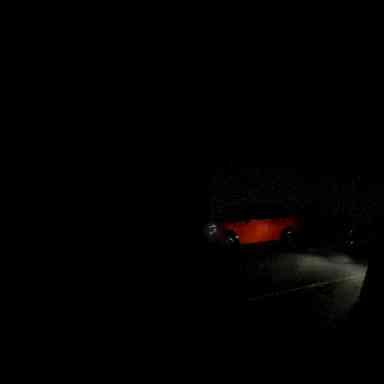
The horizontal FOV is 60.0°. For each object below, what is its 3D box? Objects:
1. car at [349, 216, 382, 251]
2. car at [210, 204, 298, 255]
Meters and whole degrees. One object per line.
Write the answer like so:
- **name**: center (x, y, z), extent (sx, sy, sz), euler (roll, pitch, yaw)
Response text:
- **car**: center (8.111, 1.427, 12.446), extent (5.008, 1.535, 1.882), euler (0, 0, -26)
- **car**: center (1.941, 1.298, 13.095), extent (4.553, 1.767, 2.097), euler (0, 0, -29)
